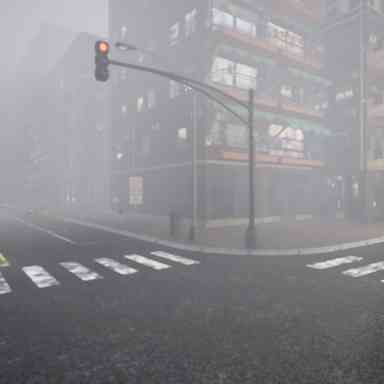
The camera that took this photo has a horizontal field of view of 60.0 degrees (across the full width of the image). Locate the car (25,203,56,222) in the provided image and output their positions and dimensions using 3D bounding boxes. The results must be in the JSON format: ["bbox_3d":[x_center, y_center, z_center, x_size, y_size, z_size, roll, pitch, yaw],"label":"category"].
[{"bbox_3d":[-12.149,1.560,26.508,1.752,1.417,4.829,0,0,-36],"label":"car"}]

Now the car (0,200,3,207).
[{"bbox_3d":[-31.947,1.634,54.128,1.752,1.417,4.829,0,0,-36],"label":"car"}]
